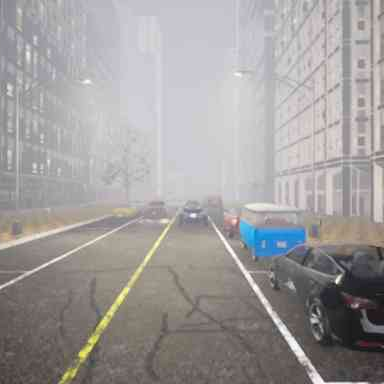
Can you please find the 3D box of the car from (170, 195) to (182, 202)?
[{"bbox_3d":[-3.060,1.449,71.545,2.128,1.511,4.902,0,0,0],"label":"car"}]

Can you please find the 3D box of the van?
[{"bbox_3d":[2.684,1.341,11.837,1.690,1.788,3.998,0,0,0],"label":"van"}]

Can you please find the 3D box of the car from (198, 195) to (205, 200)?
[{"bbox_3d":[2.616,1.495,91.527,1.947,1.339,4.313,0,0,0],"label":"car"}]

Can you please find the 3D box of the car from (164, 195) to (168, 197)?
[{"bbox_3d":[-5.736,1.525,57.378,2.008,1.369,4.403,0,0,0],"label":"car"}]

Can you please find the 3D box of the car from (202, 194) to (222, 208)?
[{"bbox_3d":[2.660,1.303,40.297,2.192,1.841,5.009,0,0,0],"label":"car"}]

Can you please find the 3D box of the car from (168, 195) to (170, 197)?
[{"bbox_3d":[-5.741,1.534,63.071,1.947,1.339,4.313,0,0,0],"label":"car"}]

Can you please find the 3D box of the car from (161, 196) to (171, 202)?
[{"bbox_3d":[-5.750,1.536,74.454,1.802,1.307,4.206,0,0,0],"label":"car"}]

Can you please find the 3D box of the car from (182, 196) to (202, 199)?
[{"bbox_3d":[0.065,1.550,42.157,1.994,1.385,4.181,0,0,0],"label":"car"}]

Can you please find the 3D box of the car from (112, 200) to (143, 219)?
[{"bbox_3d":[-5.712,1.521,28.746,1.752,1.417,4.829,0,0,0],"label":"car"}]

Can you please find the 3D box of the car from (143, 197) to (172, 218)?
[{"bbox_3d":[-3.124,1.472,30.166,1.882,1.535,5.008,0,0,0],"label":"car"}]

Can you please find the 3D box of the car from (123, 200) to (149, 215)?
[{"bbox_3d":[-5.717,1.543,34.609,2.008,1.369,4.403,0,0,0],"label":"car"}]

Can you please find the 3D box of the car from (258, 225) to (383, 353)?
[{"bbox_3d":[2.688,1.567,6.143,1.947,1.339,4.313,0,0,0],"label":"car"}]

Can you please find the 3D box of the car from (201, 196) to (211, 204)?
[{"bbox_3d":[2.640,1.493,63.235,1.752,1.417,4.829,0,0,0],"label":"car"}]

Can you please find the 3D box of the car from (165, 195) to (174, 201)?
[{"bbox_3d":[-5.760,1.489,85.840,2.008,1.369,4.403,0,0,0],"label":"car"}]

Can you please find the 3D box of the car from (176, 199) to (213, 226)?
[{"bbox_3d":[0.081,1.501,23.150,2.163,1.488,4.792,0,0,0],"label":"car"}]

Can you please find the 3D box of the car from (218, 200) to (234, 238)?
[{"bbox_3d":[2.679,1.439,17.528,1.967,1.590,4.097,0,0,0],"label":"car"}]
